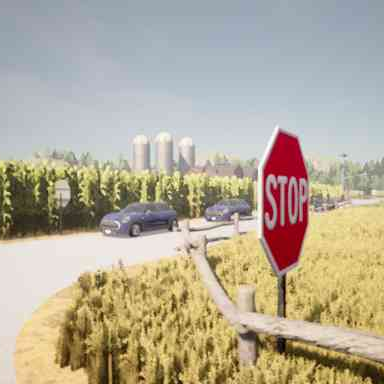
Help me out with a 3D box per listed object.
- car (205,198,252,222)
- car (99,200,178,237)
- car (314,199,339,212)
[{"bbox_3d":[2.885,1.344,25.956,2.097,1.767,4.553,0,0,36],"label":"car"},{"bbox_3d":[-2.759,1.344,18.024,2.097,1.767,4.553,0,0,35],"label":"car"},{"bbox_3d":[15.225,1.485,37.653,2.128,1.511,4.902,0,0,35],"label":"car"}]
